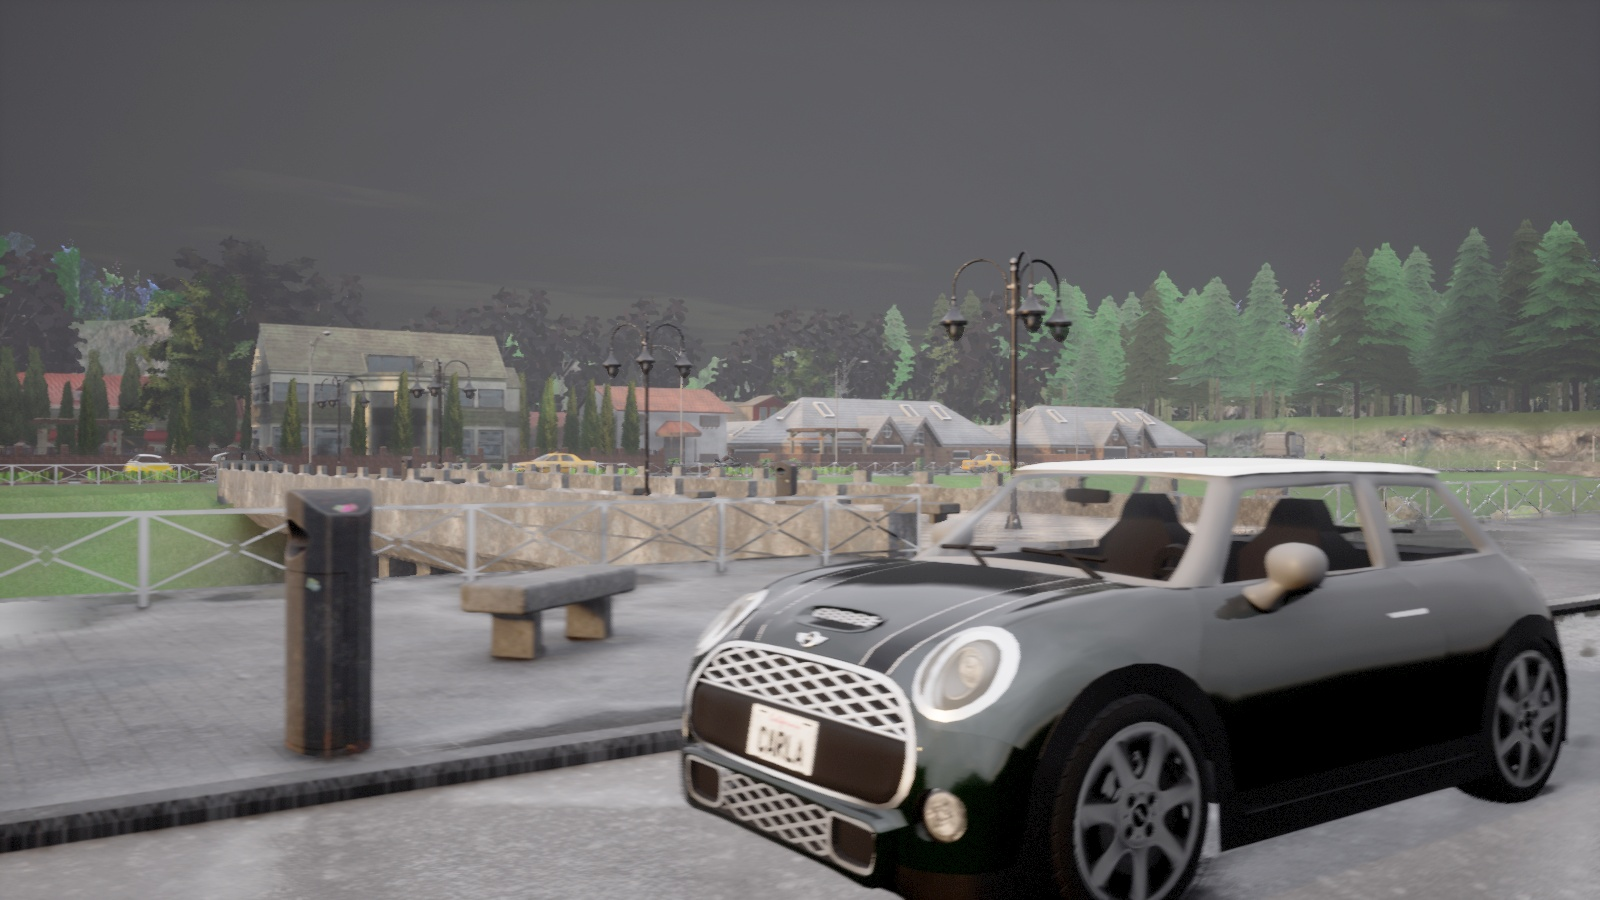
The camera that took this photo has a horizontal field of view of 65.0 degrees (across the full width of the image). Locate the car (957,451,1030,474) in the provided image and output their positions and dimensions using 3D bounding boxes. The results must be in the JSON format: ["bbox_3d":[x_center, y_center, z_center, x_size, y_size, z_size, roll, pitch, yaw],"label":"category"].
[{"bbox_3d":[13.723,0.873,88.960,5.366,1.575,1.801,0,0,-35],"label":"car"}]

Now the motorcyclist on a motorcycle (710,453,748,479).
[{"bbox_3d":[-4.303,0.976,76.419,2.191,1.530,0.866,0,0,-35],"label":"motorcyclist on a motorcycle"}]

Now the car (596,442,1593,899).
[{"bbox_3d":[1.329,0.720,5.192,3.806,1.475,1.970,0,0,-35],"label":"car"}]

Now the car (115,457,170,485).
[{"bbox_3d":[-32.341,1.019,61.786,2.207,1.376,1.481,0,0,-35],"label":"car"}]

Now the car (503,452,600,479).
[{"bbox_3d":[-14.637,0.896,74.103,5.366,1.575,1.801,0,0,-35],"label":"car"}]

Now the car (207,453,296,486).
[{"bbox_3d":[-26.589,0.929,60.914,3.705,1.549,1.789,0,0,-35],"label":"car"}]
